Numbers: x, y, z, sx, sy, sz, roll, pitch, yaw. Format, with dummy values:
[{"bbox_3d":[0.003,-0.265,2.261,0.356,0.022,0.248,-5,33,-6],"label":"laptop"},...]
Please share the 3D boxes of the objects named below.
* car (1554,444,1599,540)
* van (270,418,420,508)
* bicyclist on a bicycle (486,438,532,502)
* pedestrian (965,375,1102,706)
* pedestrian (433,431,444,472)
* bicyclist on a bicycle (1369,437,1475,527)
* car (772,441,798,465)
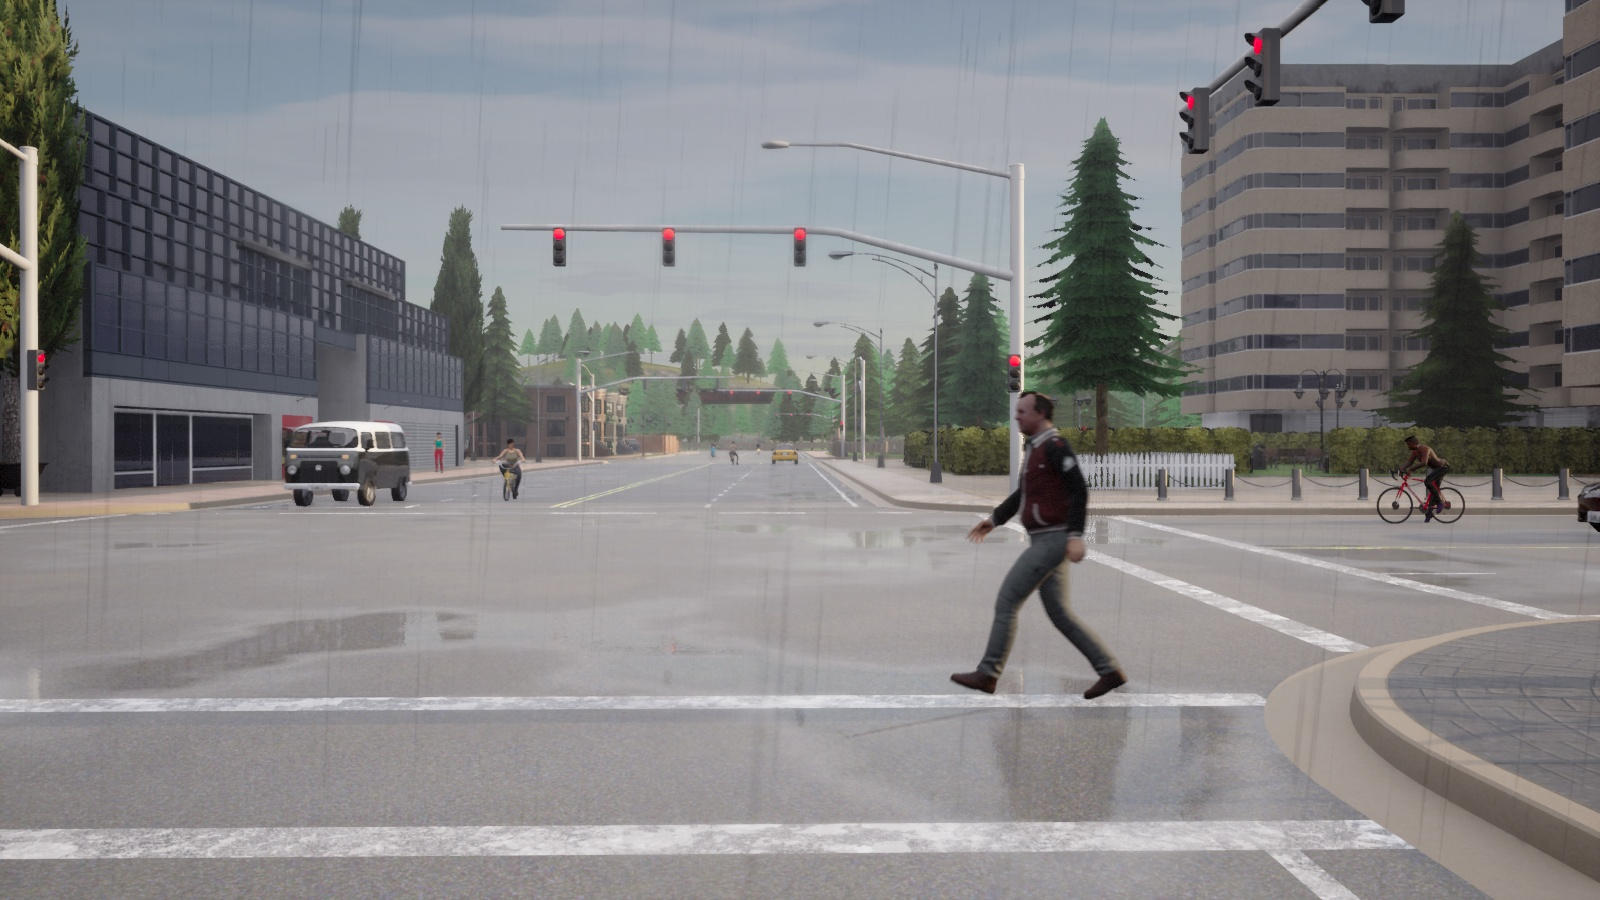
[{"bbox_3d":[14.827,0.647,19.625,4.792,1.488,2.163,0,0,-1],"label":"car"},{"bbox_3d":[-10.963,0.291,30.632,2.069,2.038,4.480,0,0,0],"label":"van"},{"bbox_3d":[-7.478,0.495,32.321,0.866,1.612,1.509,0,0,-1],"label":"bicyclist on a bicycle"},{"bbox_3d":[1.331,0.506,7.223,0.720,1.854,0.376,0,0,1],"label":"pedestrian"},{"bbox_3d":[-16.120,0.076,56.024,0.345,1.836,0.594,0,0,-1],"label":"pedestrian"},{"bbox_3d":[11.414,0.578,23.080,1.656,1.620,0.582,0,0,-1],"label":"bicyclist on a bicycle"},{"bbox_3d":[-1.048,0.189,87.747,1.801,1.575,5.366,0,0,-1],"label":"car"}]
